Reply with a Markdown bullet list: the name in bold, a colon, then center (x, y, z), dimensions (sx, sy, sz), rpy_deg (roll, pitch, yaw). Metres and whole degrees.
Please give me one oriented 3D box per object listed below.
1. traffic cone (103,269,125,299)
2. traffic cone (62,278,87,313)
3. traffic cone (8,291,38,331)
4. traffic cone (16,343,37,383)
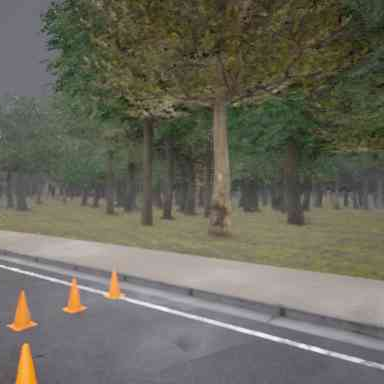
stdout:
- **traffic cone**: center (-1.698, 1.976, 7.257), dimensions (0.340, 0.580, 0.340), rpy_deg (0, 0, 36)
- **traffic cone**: center (-2.282, 1.974, 6.444), dimensions (0.340, 0.580, 0.340), rpy_deg (0, 0, 36)
- **traffic cone**: center (-2.865, 1.973, 5.633), dimensions (0.340, 0.580, 0.340), rpy_deg (0, 0, 36)
- **traffic cone**: center (-1.824, 1.967, 3.654), dimensions (0.340, 0.580, 0.340), rpy_deg (0, 0, 36)
